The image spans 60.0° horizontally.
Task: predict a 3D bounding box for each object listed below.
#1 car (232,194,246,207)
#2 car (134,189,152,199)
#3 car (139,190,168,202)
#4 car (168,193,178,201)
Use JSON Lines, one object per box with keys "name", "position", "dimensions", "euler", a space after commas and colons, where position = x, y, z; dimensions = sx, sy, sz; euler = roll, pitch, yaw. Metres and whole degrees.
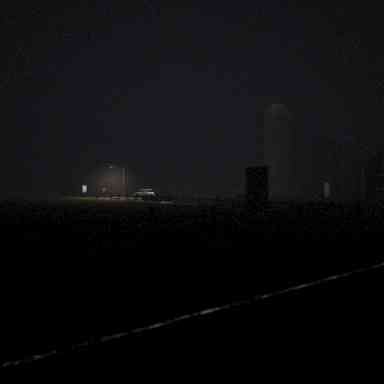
{"name": "car", "position": [7.050, 1.029, 40.458], "dimensions": [2.097, 1.767, 4.553], "euler": [-1, 1, -36]}
{"name": "car", "position": [-9.883, 0.430, 68.760], "dimensions": [2.150, 2.045, 5.566], "euler": [-1, 1, -36]}
{"name": "car", "position": [-6.972, 0.937, 59.972], "dimensions": [2.128, 1.511, 4.902], "euler": [-1, 1, -35]}
{"name": "car", "position": [-4.543, 0.911, 61.411], "dimensions": [2.128, 1.511, 4.902], "euler": [-1, 1, -36]}
